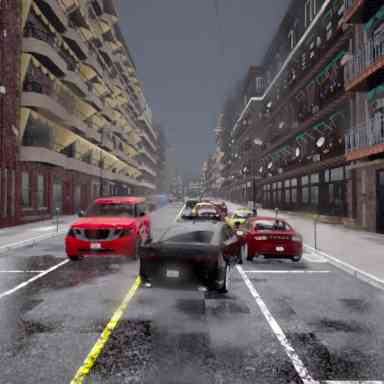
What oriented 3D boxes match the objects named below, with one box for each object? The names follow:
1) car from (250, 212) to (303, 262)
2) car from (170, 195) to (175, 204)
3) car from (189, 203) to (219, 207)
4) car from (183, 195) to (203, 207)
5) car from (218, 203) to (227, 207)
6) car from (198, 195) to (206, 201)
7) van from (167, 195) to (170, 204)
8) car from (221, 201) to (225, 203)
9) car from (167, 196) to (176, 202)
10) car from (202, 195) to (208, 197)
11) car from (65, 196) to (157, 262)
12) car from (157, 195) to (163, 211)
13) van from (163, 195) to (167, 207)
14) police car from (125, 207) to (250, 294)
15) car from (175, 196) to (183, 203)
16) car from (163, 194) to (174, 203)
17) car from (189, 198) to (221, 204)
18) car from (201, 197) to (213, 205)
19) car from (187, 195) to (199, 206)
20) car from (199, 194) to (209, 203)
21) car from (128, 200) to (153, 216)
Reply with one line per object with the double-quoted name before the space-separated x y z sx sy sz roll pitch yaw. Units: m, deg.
"car" 2.613 1.554 12.074 1.887 1.381 4.507 1 0 0
"car" -5.130 1.460 67.462 2.192 1.841 5.009 1 0 0
"car" 0.870 1.543 18.747 1.812 1.442 4.674 0 0 0
"car" 0.120 1.550 45.600 1.882 1.535 5.008 0 0 0
"car" 2.628 1.541 17.776 1.752 1.417 4.829 1 0 0
"car" 2.765 1.682 89.507 1.967 1.590 4.097 1 0 0
"van" -5.157 1.446 56.401 1.690 1.788 3.998 1 0 0
"car" 2.666 1.591 34.197 1.887 1.381 4.507 1 0 0
"car" -5.097 1.781 84.053 1.947 1.339 4.313 1 0 0
"car" 2.719 1.649 56.320 1.887 1.381 4.507 1 0 0
"car" -2.819 1.231 12.524 2.150 2.045 5.566 0 0 0
"car" -5.195 1.373 39.811 2.192 1.841 5.009 2 0 0
"van" -5.169 1.428 50.869 1.690 1.788 3.998 2 0 0
"police car" 0.298 1.431 9.129 1.930 1.638 5.238 0 0 15
"car" -2.579 1.687 71.611 1.812 1.442 4.674 0 0 0
"car" -5.116 1.482 72.992 2.192 1.841 5.009 1 0 0
"car" 0.885 1.482 24.941 1.801 1.575 5.366 0 0 0
"car" 2.732 1.669 61.850 1.887 1.381 4.507 1 0 0
"car" 0.142 1.467 59.439 2.097 1.767 4.553 0 0 0
"car" 2.742 1.504 78.444 2.192 1.841 5.009 1 0 0
"car" -5.214 1.571 34.109 1.752 1.417 4.829 2 0 0
